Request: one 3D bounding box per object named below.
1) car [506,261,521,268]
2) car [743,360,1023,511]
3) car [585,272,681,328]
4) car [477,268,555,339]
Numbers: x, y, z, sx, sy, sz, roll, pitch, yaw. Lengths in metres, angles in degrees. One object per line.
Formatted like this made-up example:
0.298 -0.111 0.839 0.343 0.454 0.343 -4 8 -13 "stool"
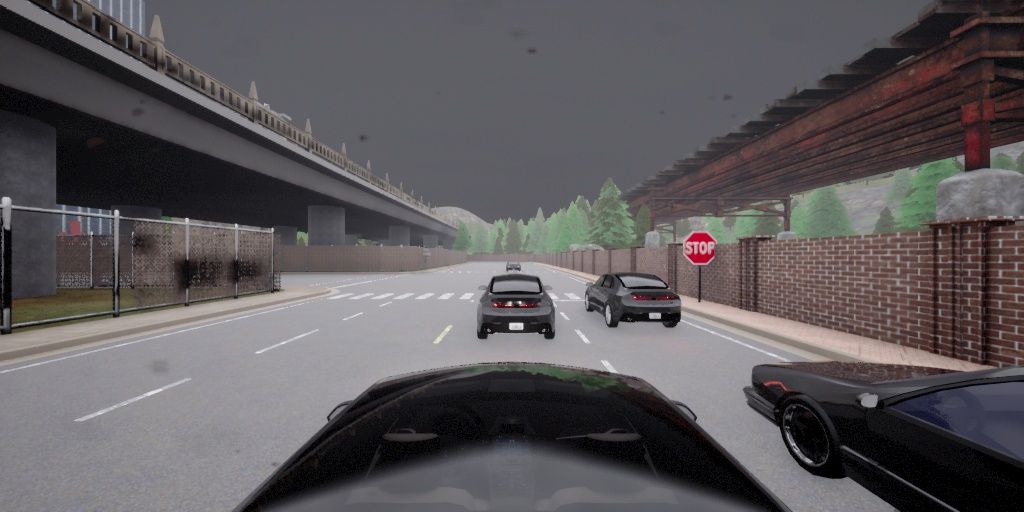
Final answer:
0.173 1.351 46.340 1.895 1.301 4.718 0 0 -1 "car"
3.600 1.297 1.675 2.033 1.411 5.357 0 0 0 "car"
3.598 1.255 11.421 1.837 1.490 4.892 0 0 0 "car"
0.096 1.255 10.061 1.837 1.490 4.892 0 0 0 "car"
